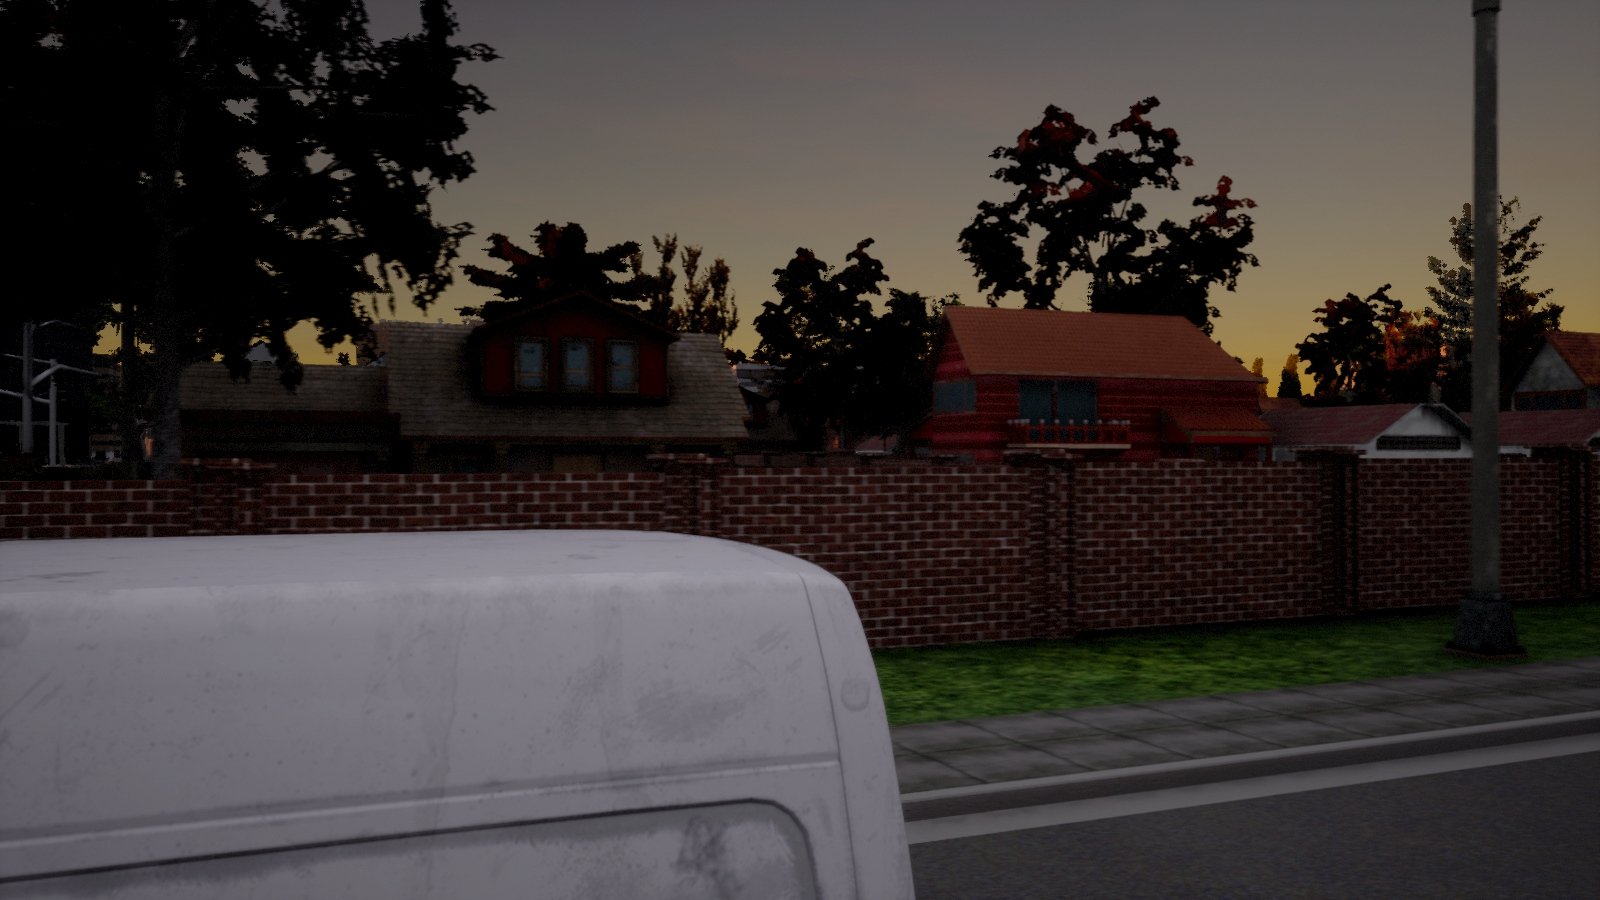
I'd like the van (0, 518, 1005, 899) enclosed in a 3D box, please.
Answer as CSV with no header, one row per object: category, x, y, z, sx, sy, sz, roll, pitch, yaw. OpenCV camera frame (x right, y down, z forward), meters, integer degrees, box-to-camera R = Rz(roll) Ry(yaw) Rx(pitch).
van,-2.691,1.532,2.315,5.915,2.561,1.988,0,0,-20
